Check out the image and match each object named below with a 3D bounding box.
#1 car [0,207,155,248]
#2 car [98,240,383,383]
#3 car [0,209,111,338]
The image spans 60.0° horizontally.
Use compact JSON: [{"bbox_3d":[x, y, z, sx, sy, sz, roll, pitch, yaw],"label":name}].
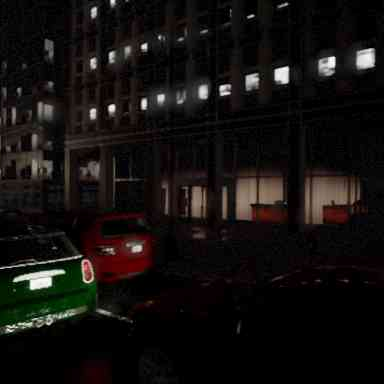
[{"bbox_3d":[-3.174,1.360,8.848,5.009,1.841,2.192,0,0,36],"label":"car"},{"bbox_3d":[1.478,1.499,3.296,5.008,1.535,1.882,0,0,36],"label":"car"},{"bbox_3d":[-3.769,1.383,6.444,4.553,1.767,2.097,0,0,44],"label":"car"}]
